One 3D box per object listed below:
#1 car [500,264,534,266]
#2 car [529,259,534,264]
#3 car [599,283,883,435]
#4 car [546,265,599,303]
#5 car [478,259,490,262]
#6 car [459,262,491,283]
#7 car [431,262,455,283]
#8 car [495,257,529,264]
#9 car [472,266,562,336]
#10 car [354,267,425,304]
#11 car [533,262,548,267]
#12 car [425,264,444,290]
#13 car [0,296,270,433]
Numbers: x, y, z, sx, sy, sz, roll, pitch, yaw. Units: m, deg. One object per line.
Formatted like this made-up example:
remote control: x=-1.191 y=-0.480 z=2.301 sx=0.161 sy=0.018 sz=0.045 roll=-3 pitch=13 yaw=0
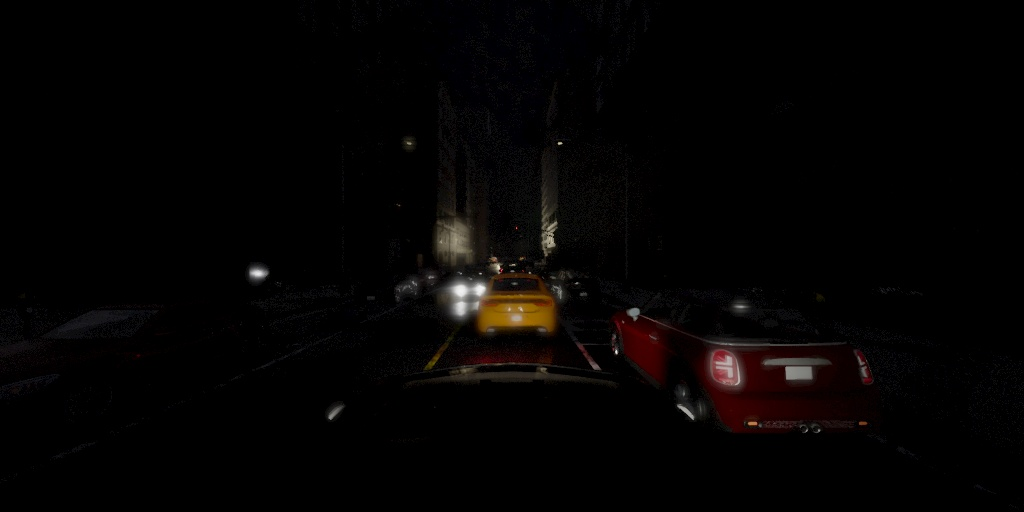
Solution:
car: x=0.131 y=1.315 z=19.385 sx=1.994 sy=1.385 sz=4.181 roll=0 pitch=0 yaw=0
car: x=3.000 y=1.231 z=64.604 sx=1.967 sy=1.591 sz=4.097 roll=0 pitch=0 yaw=0
car: x=2.863 y=1.190 z=5.510 sx=1.967 sy=1.591 sz=4.097 roll=0 pitch=0 yaw=0
car: x=2.882 y=1.301 z=16.513 sx=2.007 sy=1.370 sz=4.403 roll=0 pitch=0 yaw=0
car: x=-5.525 y=1.373 z=64.632 sx=1.802 sy=1.307 sz=4.207 roll=0 pitch=0 yaw=0
car: x=-2.957 y=1.353 z=28.061 sx=1.895 sy=1.301 sz=4.718 roll=0 pitch=0 yaw=0
car: x=-5.624 y=1.192 z=27.530 sx=1.967 sy=1.591 sz=4.097 roll=0 pitch=0 yaw=0
car: x=0.075 y=1.105 z=28.118 sx=2.097 sy=1.767 sz=4.553 roll=0 pitch=0 yaw=1
car: x=0.112 y=1.228 z=10.397 sx=1.882 sy=1.535 sz=5.008 roll=0 pitch=0 yaw=0
car: x=-5.643 y=1.316 z=16.527 sx=1.948 sy=1.339 sz=4.313 roll=0 pitch=0 yaw=0
car: x=2.901 y=1.318 z=27.515 sx=1.948 sy=1.339 sz=4.313 roll=0 pitch=0 yaw=0
car: x=-5.634 y=1.333 z=22.029 sx=1.802 sy=1.307 sz=4.207 roll=0 pitch=0 yaw=0
car: x=-5.662 y=1.332 z=5.525 sx=1.802 sy=1.307 sz=4.207 roll=0 pitch=0 yaw=0
